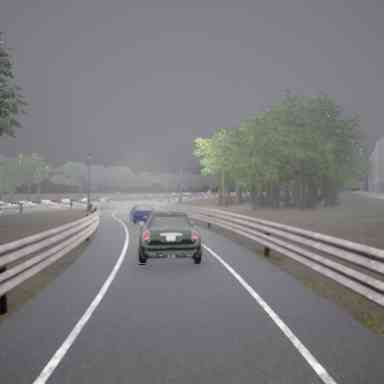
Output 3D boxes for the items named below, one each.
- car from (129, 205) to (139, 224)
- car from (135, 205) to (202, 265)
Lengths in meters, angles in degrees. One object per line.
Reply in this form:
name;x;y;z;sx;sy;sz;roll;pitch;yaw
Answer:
car;-4.355;1.866;29.064;1.882;1.535;5.008;0;0;-16
car;-0.938;1.521;12.682;2.097;1.767;4.553;0;-1;-7
